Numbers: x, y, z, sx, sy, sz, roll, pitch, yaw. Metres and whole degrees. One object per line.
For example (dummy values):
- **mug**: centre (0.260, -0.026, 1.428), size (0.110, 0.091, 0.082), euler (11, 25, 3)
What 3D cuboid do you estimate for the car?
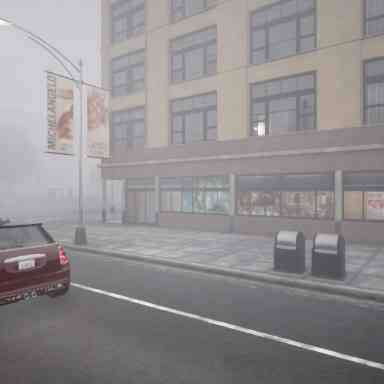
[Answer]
- **car**: centre (-4.763, 1.352, 7.369), size (4.553, 1.767, 2.097), euler (0, 0, 36)
